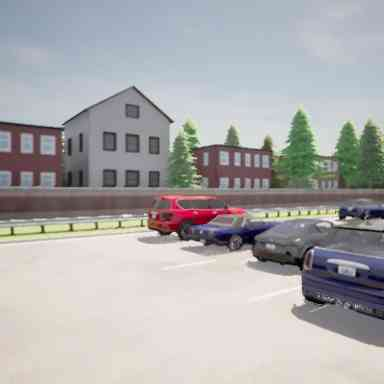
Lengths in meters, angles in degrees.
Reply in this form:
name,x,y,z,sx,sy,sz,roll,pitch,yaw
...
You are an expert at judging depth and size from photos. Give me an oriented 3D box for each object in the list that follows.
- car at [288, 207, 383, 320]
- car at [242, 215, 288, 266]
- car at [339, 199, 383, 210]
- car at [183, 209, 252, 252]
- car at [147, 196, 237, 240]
name,x,y,z,sx,sy,sz,roll,pitch,yaw
car,4.347,1.343,6.852,4.553,1.767,2.097,0,0,-35
car,3.922,1.552,10.845,4.181,1.385,1.994,0,0,-35
car,13.688,1.316,26.405,4.553,1.767,2.097,0,0,-35
car,2.220,1.588,13.928,4.718,1.301,1.895,0,0,-35
car,0.429,1.209,16.948,5.566,2.045,2.150,0,0,-35
